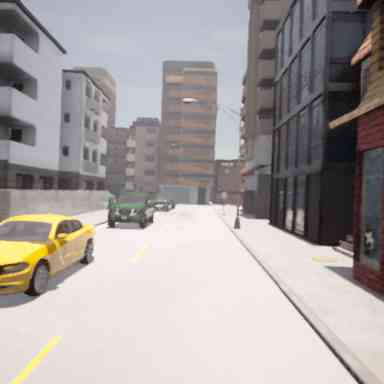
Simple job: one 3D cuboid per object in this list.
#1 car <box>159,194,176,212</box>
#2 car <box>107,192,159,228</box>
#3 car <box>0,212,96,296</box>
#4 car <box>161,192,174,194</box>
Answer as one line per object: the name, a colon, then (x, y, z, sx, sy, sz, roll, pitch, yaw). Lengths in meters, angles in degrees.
car: (-3.332, 1.349, 37.061, 2.128, 1.511, 4.902, 2, 0, 1)
car: (-3.708, 1.071, 21.287, 2.150, 2.045, 5.566, 2, 0, 1)
car: (-3.963, 1.330, 8.468, 1.882, 1.535, 5.008, 2, 0, 1)
car: (-3.210, 1.054, 43.058, 2.150, 2.045, 5.566, 2, 0, 1)
